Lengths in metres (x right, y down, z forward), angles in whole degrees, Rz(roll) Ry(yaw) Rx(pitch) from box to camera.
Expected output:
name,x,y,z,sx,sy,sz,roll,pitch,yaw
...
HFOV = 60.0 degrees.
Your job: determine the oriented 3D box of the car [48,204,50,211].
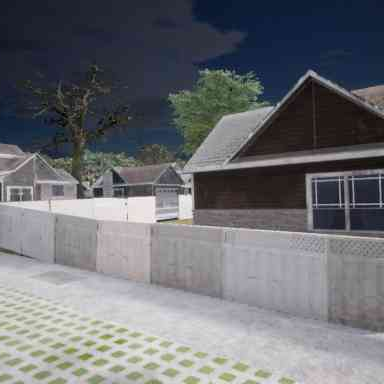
name,x,y,z,sx,sy,sz,roll,pitch,yaw
car,-11.210,1.403,22.338,1.882,1.535,5.008,-3,-1,36
